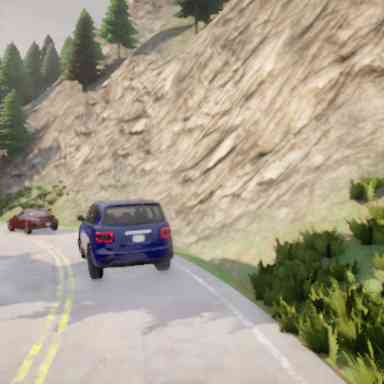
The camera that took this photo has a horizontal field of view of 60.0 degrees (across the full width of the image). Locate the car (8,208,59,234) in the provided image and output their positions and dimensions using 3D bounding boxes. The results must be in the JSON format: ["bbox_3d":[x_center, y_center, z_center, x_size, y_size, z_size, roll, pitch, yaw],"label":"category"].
[{"bbox_3d":[-10.168,1.796,21.299,4.674,1.442,1.812,-2,2,44],"label":"car"}]

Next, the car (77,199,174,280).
[{"bbox_3d":[-2.316,1.260,10.570,2.150,2.045,5.566,-2,0,-23],"label":"car"}]
